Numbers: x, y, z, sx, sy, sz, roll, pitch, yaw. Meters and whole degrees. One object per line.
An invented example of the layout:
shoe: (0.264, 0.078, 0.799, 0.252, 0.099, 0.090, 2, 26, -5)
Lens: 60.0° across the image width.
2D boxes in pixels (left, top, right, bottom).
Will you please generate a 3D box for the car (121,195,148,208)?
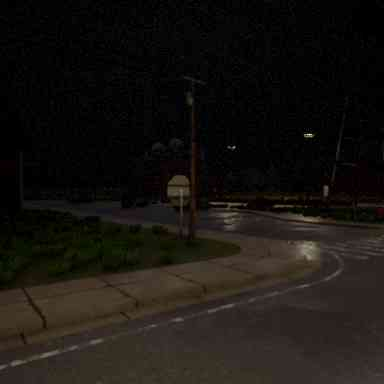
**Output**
car: (-8.415, 1.302, 48.137, 3.866, 1.878, 1.905, 0, 0, -36)

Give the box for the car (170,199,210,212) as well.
car: (0.003, 1.495, 37.590, 4.193, 1.474, 1.816, 0, 0, -36)

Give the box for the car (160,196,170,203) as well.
car: (-3.733, 1.293, 64.186, 4.605, 1.855, 1.932, 0, 0, -36)

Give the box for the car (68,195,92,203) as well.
car: (-22.705, 1.469, 67.675, 4.611, 1.667, 2.242, 0, 0, -36)

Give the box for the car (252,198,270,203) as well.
car: (9.683, 1.504, 46.148, 3.905, 1.438, 1.784, 0, 0, -36)
